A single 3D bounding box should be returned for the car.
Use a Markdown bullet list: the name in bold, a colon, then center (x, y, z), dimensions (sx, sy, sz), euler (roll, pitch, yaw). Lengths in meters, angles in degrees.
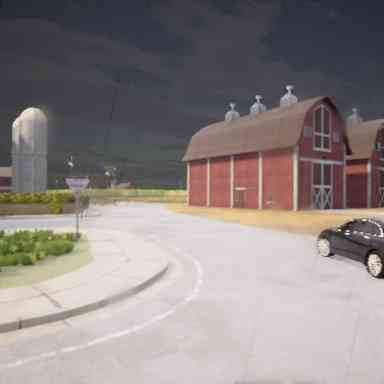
- **car**: center (5.622, 1.544, 10.205), dimensions (1.837, 1.490, 4.892), euler (3, 0, -4)
